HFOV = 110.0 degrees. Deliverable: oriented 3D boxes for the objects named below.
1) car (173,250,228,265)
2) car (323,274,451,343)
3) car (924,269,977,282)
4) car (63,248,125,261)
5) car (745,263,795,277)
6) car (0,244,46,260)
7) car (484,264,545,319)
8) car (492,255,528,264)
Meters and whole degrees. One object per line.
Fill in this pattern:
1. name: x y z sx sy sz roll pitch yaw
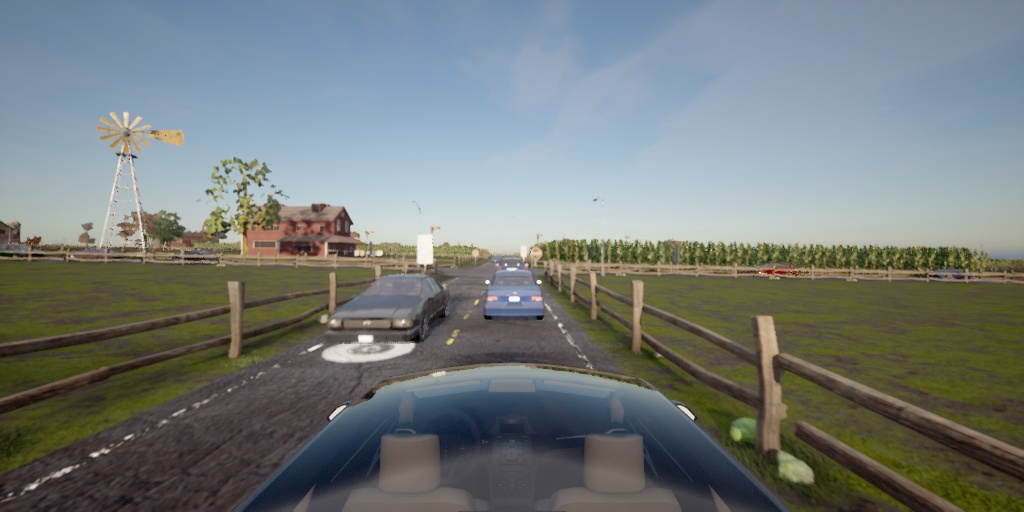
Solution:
1. car: -32.505 0.133 37.457 4.892 1.490 1.837 1 0 0
2. car: -2.881 1.211 9.690 2.033 1.411 5.357 0 1 0
3. car: 48.857 2.098 40.030 4.181 1.385 1.994 1 0 0
4. car: -46.996 -0.154 40.396 5.357 1.411 2.033 1 0 1
5. car: 28.844 1.543 40.190 5.008 1.535 1.882 1 0 0
6. car: -52.095 -0.446 37.616 4.553 1.767 2.097 1 0 0
7. car: 0.053 1.186 12.199 2.033 1.411 5.357 0 1 0
8. car: 0.004 0.876 23.058 2.097 1.767 4.553 0 1 0
